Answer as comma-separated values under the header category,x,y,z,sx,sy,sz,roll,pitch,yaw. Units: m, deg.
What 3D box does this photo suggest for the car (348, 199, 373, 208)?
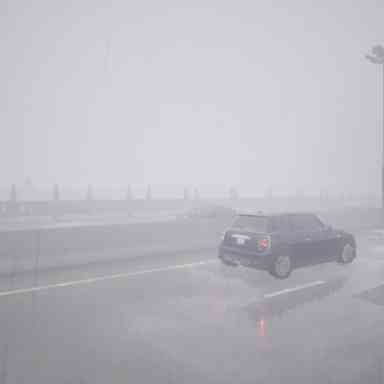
category,x,y,z,sx,sy,sz,roll,pitch,yaw
car,19.893,1.519,39.772,4.674,1.442,1.812,0,0,-36

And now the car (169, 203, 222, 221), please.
category,x,y,z,sx,sy,sz,roll,pitch,yaw
car,0.777,1.488,21.744,4.902,1.511,2.128,0,0,-35

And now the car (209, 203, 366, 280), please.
category,x,y,z,sx,sy,sz,roll,pitch,yaw
car,3.046,1.350,10.223,4.553,1.767,2.097,0,0,-36
